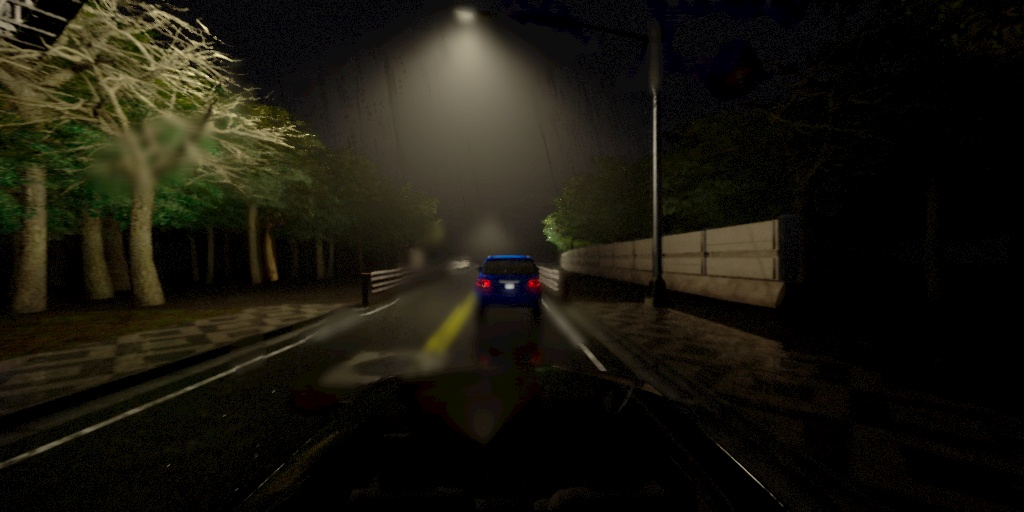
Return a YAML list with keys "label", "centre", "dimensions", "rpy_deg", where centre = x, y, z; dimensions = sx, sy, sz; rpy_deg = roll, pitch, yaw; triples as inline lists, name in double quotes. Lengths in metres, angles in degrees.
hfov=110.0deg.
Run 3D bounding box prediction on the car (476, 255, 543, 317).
- label: "car"
  centre: [-0.111, 0.996, 13.408]
  dimensions: [2.150, 2.045, 5.566]
  rpy_deg: [0, 0, -1]
